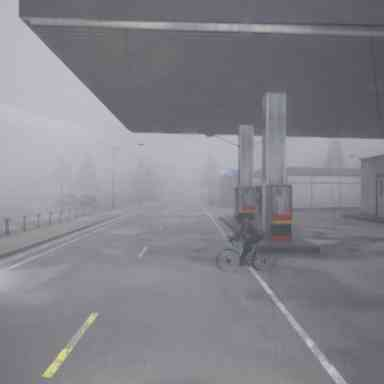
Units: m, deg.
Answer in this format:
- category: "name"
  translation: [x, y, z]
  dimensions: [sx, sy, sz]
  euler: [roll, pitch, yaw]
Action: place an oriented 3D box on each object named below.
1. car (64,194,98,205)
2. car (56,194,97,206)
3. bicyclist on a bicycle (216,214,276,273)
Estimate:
- category: "car"
  translation: [-16.795, 1.141, 50.492]
  dimensions: [4.514, 1.523, 2.007]
  euler: [0, 0, -1]
- category: "car"
  translation: [-16.705, 1.144, 47.356]
  dimensions: [5.027, 1.636, 2.152]
  euler: [0, 0, -1]
- category: "bicyclist on a bicycle"
  translation: [1.478, 1.415, 9.080]
  dimensions: [1.656, 1.620, 0.582]
  euler: [0, 0, 0]
